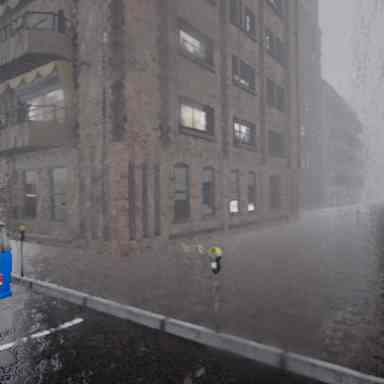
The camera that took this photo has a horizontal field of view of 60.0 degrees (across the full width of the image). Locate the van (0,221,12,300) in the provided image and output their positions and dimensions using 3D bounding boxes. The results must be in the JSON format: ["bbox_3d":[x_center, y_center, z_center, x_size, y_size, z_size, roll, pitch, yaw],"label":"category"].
[{"bbox_3d":[-5.244,1.334,6.635,3.998,1.788,1.690,0,-1,36],"label":"van"}]
